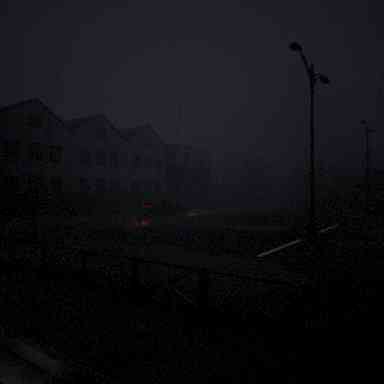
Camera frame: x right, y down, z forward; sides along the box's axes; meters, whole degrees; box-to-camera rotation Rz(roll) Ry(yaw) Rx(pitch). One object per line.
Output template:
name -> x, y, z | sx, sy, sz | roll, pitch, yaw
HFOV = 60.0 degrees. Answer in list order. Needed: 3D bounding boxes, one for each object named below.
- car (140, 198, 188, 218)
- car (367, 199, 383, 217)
car -> -2.296, 1.313, 28.309 | 1.837, 1.490, 4.892 | 0, 0, 35
car -> 15.411, 1.298, 26.818 | 2.007, 1.523, 4.514 | 0, 0, 35
